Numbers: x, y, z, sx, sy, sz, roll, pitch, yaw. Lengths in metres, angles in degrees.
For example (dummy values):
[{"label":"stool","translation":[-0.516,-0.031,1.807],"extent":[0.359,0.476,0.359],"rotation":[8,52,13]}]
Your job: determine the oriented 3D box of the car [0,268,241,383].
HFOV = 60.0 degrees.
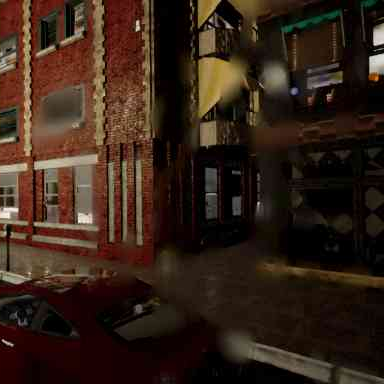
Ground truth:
[{"label":"car","translation":[-1.472,1.583,3.899],"extent":[4.206,1.307,1.802],"rotation":[0,-1,36]}]
